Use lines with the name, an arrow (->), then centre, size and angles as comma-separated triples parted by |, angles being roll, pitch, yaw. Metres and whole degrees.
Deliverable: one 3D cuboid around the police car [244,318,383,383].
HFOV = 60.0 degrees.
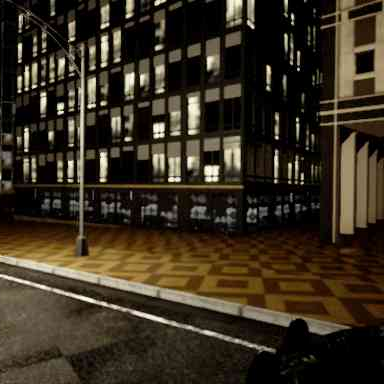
police car -> 2.775, 1.408, 1.583 | 5.238, 1.638, 1.930 | -1, 0, 35
